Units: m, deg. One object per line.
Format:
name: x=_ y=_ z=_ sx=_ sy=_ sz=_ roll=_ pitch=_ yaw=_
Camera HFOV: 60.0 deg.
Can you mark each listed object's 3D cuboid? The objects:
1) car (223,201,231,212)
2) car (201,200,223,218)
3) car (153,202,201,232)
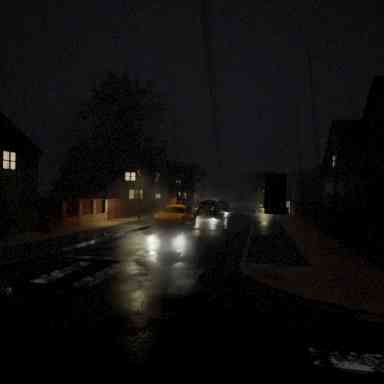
car: x=4.141 y=1.928 z=45.982 sx=1.812 sy=1.442 sz=4.674 roll=1 pitch=0 yaw=13
car: x=1.602 y=1.594 z=33.932 sx=2.097 sy=1.767 sz=4.553 roll=1 pitch=0 yaw=12
car: x=-0.999 y=1.583 z=21.422 sx=1.882 sy=1.535 sz=5.008 roll=1 pitch=0 yaw=12
